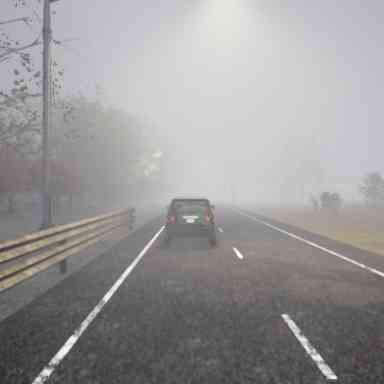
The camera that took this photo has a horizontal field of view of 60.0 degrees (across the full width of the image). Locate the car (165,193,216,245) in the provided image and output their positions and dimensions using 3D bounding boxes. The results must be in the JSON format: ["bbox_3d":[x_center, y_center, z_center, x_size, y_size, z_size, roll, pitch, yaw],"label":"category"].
[{"bbox_3d":[-0.063,1.217,15.673,2.150,2.045,5.566,0,0,0],"label":"car"}]

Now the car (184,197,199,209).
[{"bbox_3d":[-0.061,1.475,45.625,1.837,1.490,4.892,0,0,0],"label":"car"}]
